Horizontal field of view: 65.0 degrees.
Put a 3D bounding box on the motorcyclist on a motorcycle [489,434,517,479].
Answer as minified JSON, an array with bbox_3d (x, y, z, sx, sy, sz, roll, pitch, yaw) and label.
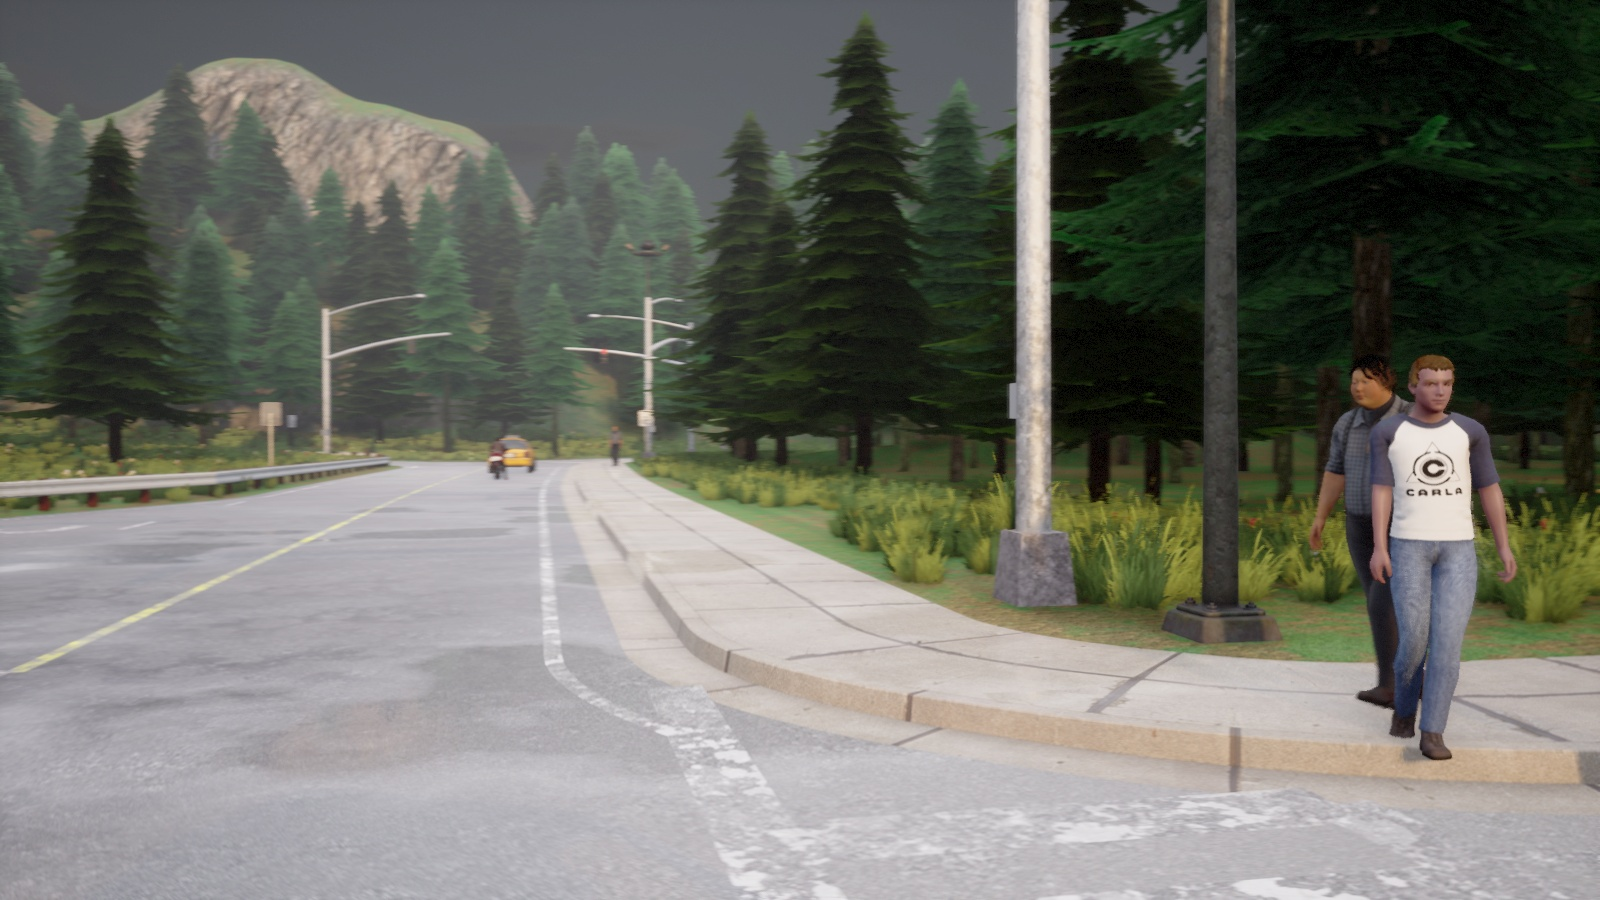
[{"bbox_3d":[-10.461,0.208,44.279,0.797,1.523,2.044,0,1,-10],"label":"motorcyclist on a motorcycle"}]

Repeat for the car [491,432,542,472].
[{"bbox_3d":[-11.908,0.050,53.042,1.801,1.575,5.366,0,1,-9],"label":"car"}]

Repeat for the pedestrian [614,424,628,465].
[{"bbox_3d":[-7.979,-0.245,55.978,0.540,1.848,0.694,0,1,2],"label":"pedestrian"}]

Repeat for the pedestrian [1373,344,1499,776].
[{"bbox_3d":[2.871,0.463,5.707,0.354,1.836,0.706,0,1,15],"label":"pedestrian"}]

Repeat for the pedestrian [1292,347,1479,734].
[{"bbox_3d":[2.976,0.430,6.395,0.694,1.848,0.540,0,1,-29],"label":"pedestrian"}]
